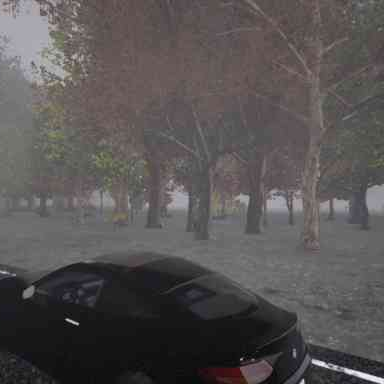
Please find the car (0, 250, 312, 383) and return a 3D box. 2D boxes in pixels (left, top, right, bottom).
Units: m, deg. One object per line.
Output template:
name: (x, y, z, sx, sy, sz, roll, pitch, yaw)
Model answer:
car: (-0.939, 1.499, 4.241, 4.674, 1.442, 1.812, 1, 0, 36)
